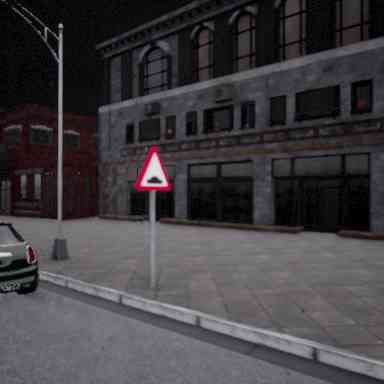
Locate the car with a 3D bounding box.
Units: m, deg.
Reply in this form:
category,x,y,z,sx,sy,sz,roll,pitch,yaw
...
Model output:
category,x,y,z,sx,sy,sz,roll,pitch,yaw
car,-5.505,1.350,7.617,4.553,1.767,2.097,1,0,37
